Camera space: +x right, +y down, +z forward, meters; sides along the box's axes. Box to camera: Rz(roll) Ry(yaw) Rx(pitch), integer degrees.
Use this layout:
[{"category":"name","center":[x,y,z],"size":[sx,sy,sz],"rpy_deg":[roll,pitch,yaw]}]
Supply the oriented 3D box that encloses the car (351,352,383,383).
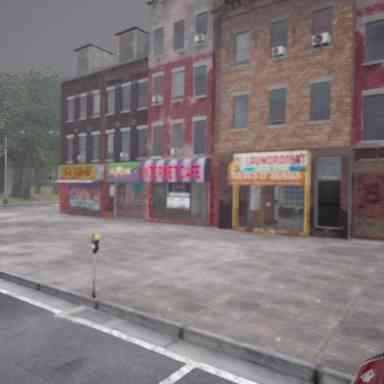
[{"category":"car","center":[2.898,1.365,1.153],"size":[4.553,1.767,2.097],"rpy_deg":[0,0,36]}]
